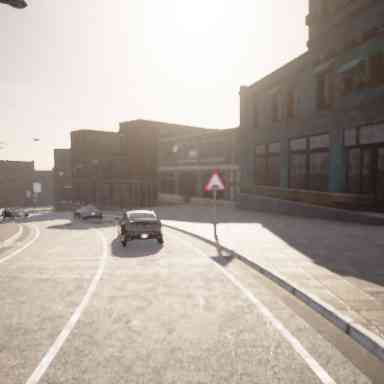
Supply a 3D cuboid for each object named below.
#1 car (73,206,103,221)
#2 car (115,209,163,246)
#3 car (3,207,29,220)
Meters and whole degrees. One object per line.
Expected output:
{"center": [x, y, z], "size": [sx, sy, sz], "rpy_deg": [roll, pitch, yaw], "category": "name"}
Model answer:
{"center": [-10.329, 2.042, 32.779], "size": [1.994, 1.385, 4.181], "rpy_deg": [-3, 0, -33], "category": "car"}
{"center": [-2.610, 1.617, 16.213], "size": [1.837, 1.490, 4.892], "rpy_deg": [-1, -1, -15], "category": "car"}
{"center": [-21.768, 2.576, 41.065], "size": [2.128, 1.511, 4.902], "rpy_deg": [-4, 1, -44], "category": "car"}
